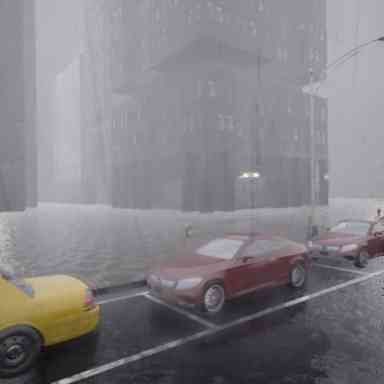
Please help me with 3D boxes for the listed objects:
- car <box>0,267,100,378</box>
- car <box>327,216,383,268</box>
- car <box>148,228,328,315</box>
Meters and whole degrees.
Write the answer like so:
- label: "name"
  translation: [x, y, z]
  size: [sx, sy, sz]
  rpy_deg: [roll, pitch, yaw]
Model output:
- label: "car"
  translation: [-3.616, 1.581, 3.985]
  size: [4.829, 1.417, 1.752]
  rpy_deg: [-1, 0, -38]
- label: "car"
  translation: [5.528, 1.535, 11.002]
  size: [4.206, 1.307, 1.802]
  rpy_deg: [-1, 0, -38]
- label: "car"
  translation: [1.024, 1.586, 7.545]
  size: [4.206, 1.307, 1.802]
  rpy_deg: [-1, 0, -38]
